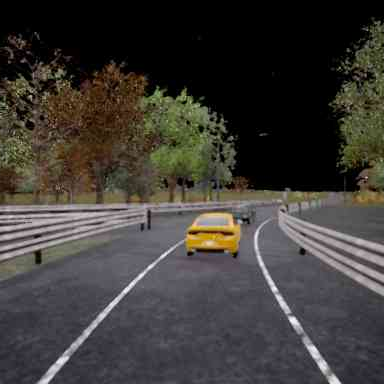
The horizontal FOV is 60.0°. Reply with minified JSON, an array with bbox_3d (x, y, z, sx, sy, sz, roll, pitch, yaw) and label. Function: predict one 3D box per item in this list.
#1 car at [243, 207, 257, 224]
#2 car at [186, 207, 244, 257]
[{"bbox_3d":[4.112,1.880,27.151,1.895,1.301,4.718,0,0,19],"label":"car"},{"bbox_3d":[1.043,1.618,13.831,1.882,1.535,5.008,0,0,10],"label":"car"}]
